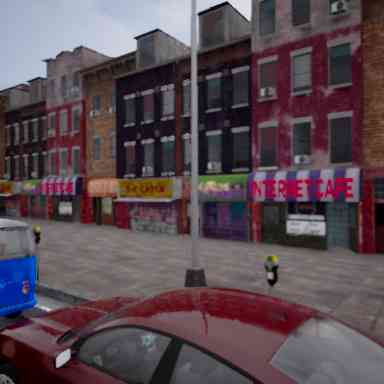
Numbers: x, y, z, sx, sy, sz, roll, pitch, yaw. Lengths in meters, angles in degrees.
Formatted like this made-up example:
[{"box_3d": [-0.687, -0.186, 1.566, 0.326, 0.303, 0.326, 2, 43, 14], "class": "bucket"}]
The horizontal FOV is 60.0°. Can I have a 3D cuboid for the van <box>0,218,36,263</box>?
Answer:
[{"box_3d": [-4.507, 1.296, 6.034, 3.998, 1.788, 1.690, 0, 0, 35], "class": "van"}]

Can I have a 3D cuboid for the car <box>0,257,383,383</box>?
[{"box_3d": [0.004, 1.535, 2.818, 4.507, 1.381, 1.887, 0, 0, 35], "class": "car"}]
